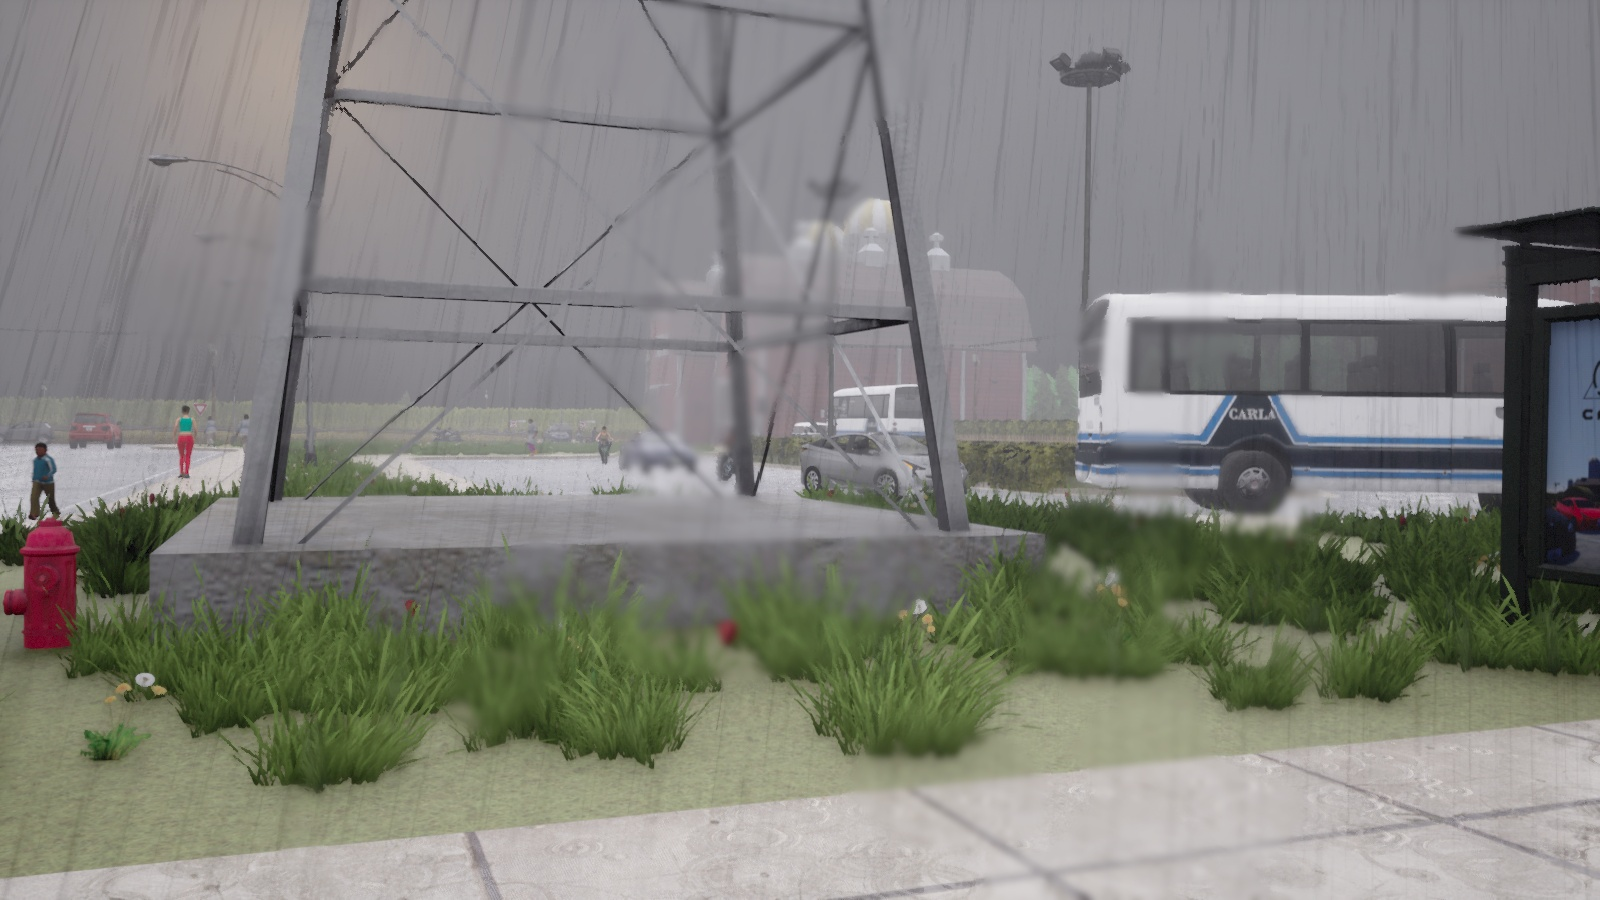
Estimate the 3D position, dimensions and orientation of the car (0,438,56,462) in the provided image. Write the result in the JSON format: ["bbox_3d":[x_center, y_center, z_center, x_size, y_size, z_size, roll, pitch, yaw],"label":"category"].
[{"bbox_3d":[-52.038,-0.007,83.984,3.633,1.501,1.845,-1,1,-21],"label":"car"}]

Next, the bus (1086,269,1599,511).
[{"bbox_3d":[11.107,-1.080,24.449,10.273,4.253,3.944,0,1,4],"label":"bus"}]

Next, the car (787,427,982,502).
[{"bbox_3d":[1.818,0.272,28.461,2.007,1.525,4.514,-1,1,-35],"label":"car"}]

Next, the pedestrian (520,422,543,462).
[{"bbox_3d":[-13.045,-0.391,61.059,0.659,1.952,0.873,0,1,45],"label":"pedestrian"}]

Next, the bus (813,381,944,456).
[{"bbox_3d":[4.597,-1.850,76.712,3.944,4.253,10.273,-1,1,-22],"label":"bus"}]

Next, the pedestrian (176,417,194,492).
[{"bbox_3d":[-15.409,0.106,31.473,0.345,1.836,0.594,-1,1,-21],"label":"pedestrian"}]

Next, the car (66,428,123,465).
[{"bbox_3d":[-40.545,-0.230,72.314,2.150,2.045,5.566,-1,1,-22],"label":"car"}]

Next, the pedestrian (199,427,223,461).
[{"bbox_3d":[-33.220,-0.344,70.817,0.900,1.855,0.874,0,1,30],"label":"pedestrian"}]

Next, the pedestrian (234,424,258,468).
[{"bbox_3d":[-23.742,-0.168,53.824,0.874,1.855,0.900,-1,1,-24],"label":"pedestrian"}]

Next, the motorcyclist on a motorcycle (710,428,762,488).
[{"bbox_3d":[-1.856,0.195,35.861,0.766,1.649,2.350,-1,1,-21],"label":"motorcyclist on a motorcycle"}]

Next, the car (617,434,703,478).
[{"bbox_3d":[-4.942,0.175,43.731,1.812,1.442,4.674,-1,1,-21],"label":"car"}]

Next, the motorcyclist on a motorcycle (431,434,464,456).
[{"bbox_3d":[-25.367,-0.357,90.484,2.191,1.530,0.866,-1,1,-21],"label":"motorcyclist on a motorcycle"}]

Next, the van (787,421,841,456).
[{"bbox_3d":[0.805,-0.716,77.171,2.069,2.038,4.480,-1,1,-16],"label":"van"}]

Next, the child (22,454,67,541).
[{"bbox_3d":[-10.606,0.659,17.643,0.343,1.192,0.448,-1,1,-1],"label":"child"}]
